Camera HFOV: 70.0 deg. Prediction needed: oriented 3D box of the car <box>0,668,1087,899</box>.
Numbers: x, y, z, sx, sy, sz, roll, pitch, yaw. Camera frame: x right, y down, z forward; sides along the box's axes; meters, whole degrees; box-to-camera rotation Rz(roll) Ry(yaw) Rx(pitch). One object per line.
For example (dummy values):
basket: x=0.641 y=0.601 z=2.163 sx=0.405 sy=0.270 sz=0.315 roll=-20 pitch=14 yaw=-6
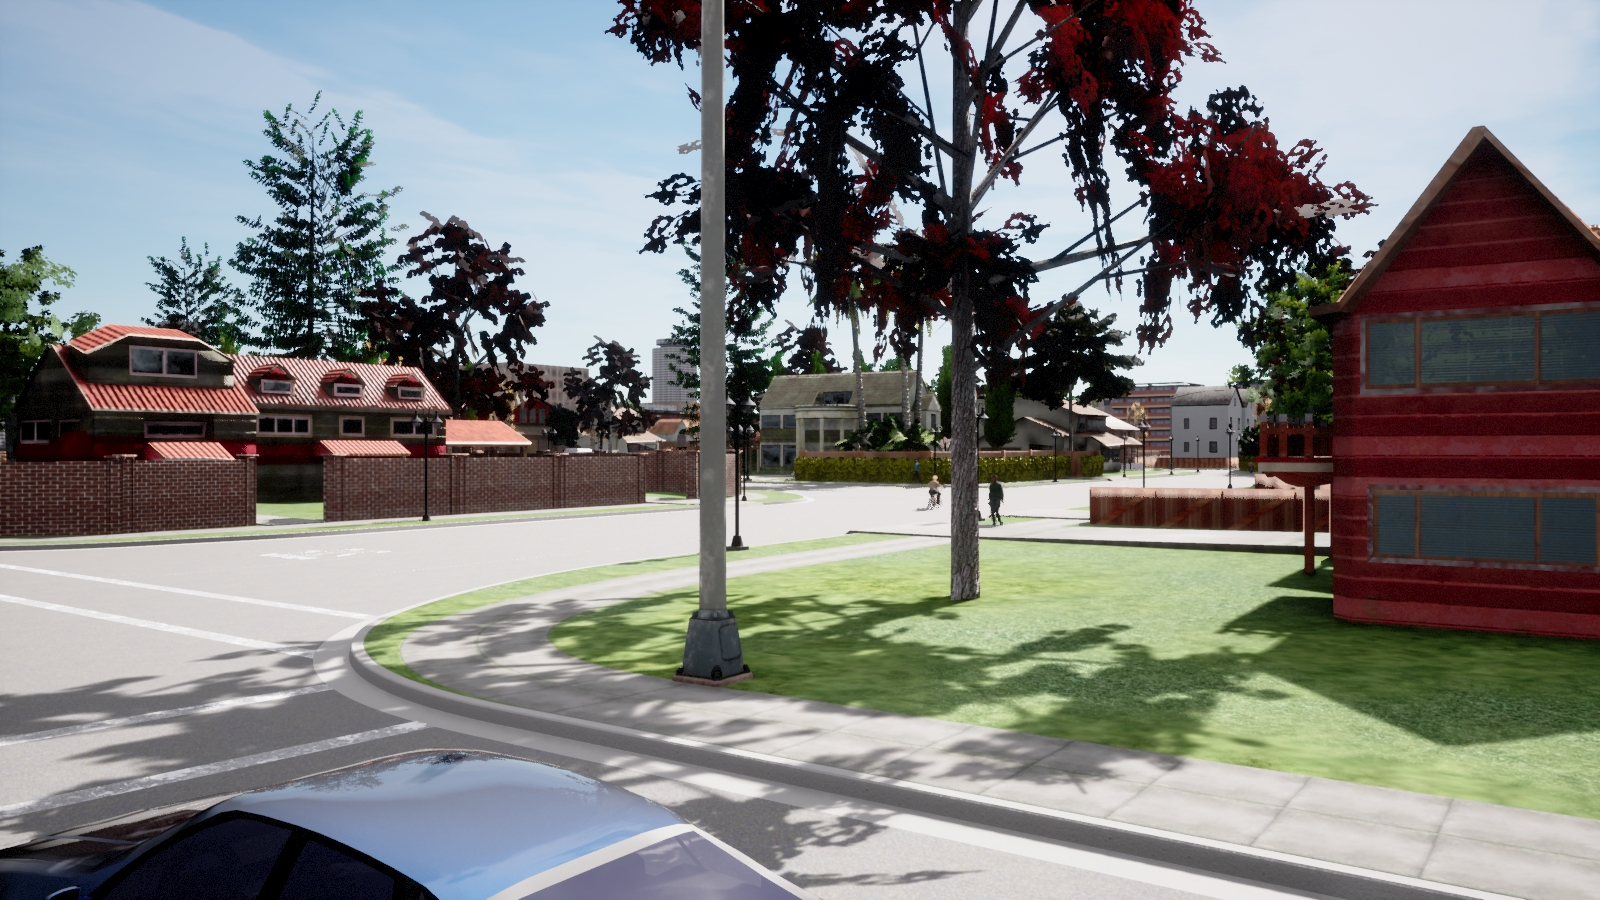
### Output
car: x=-1.713 y=2.106 z=4.943 sx=5.357 sy=1.411 sz=2.033 roll=0 pitch=0 yaw=36

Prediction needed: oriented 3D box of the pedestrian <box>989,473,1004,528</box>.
pedestrian: x=6.681 y=1.704 z=38.801 sx=0.375 sy=1.860 sz=0.375 roll=0 pitch=0 yaw=35

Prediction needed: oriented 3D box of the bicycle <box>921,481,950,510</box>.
bicycle: x=6.402 y=2.145 z=53.901 sx=0.859 sy=1.301 sz=1.487 roll=0 pitch=0 yaw=31
